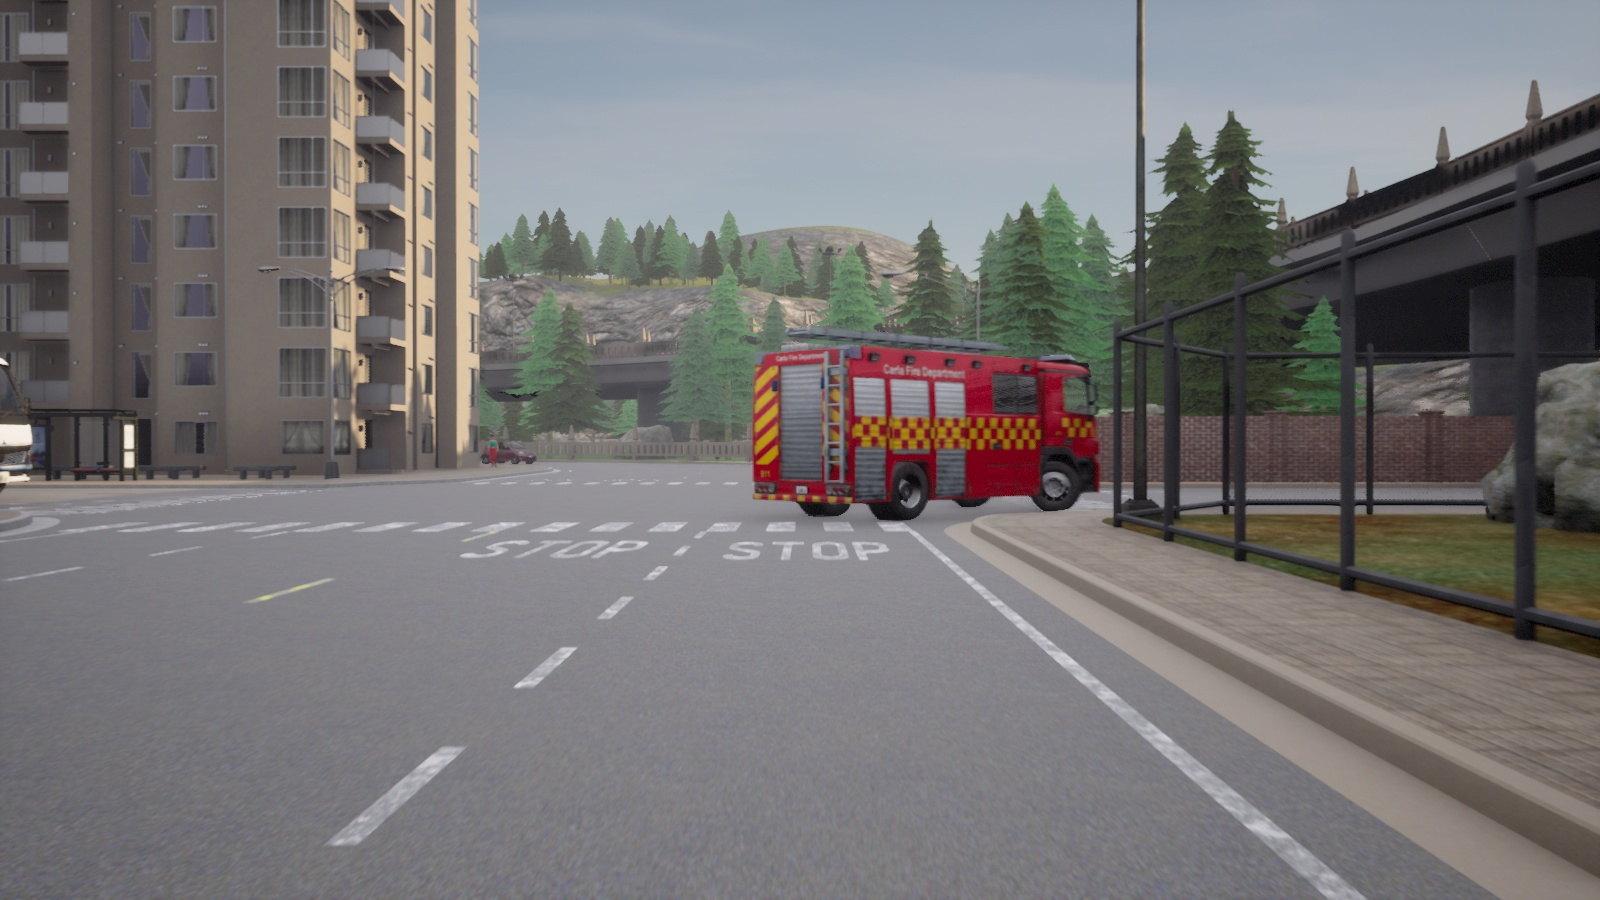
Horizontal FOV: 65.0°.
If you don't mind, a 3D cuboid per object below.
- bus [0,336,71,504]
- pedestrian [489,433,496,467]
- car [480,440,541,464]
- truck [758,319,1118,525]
[{"bbox_3d":[-25.400,-0.781,32.952,10.273,4.253,3.944,0,0,0],"label":"bus"},{"bbox_3d":[-16.879,-0.002,68.943,0.345,1.836,0.594,0,0,-10],"label":"pedestrian"},{"bbox_3d":[-20.255,0.134,87.741,3.988,1.617,1.851,0,0,31],"label":"car"},{"bbox_3d":[3.243,-0.524,27.246,8.468,3.827,2.891,0,0,-42],"label":"truck"}]
